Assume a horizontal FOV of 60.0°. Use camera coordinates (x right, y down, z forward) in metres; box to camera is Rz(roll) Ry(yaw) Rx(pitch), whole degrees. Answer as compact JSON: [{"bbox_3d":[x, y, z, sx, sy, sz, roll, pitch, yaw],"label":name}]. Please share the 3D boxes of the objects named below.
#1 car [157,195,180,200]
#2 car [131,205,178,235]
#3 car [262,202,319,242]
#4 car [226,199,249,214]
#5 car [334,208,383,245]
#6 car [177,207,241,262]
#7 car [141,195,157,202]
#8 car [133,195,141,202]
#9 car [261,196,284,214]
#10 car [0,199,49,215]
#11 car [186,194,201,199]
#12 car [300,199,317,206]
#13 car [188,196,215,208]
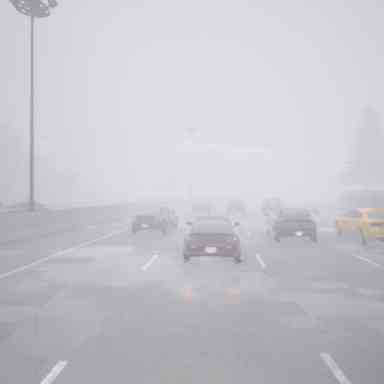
[{"bbox_3d":[-4.155,1.429,62.372,1.895,1.301,4.718,0,0,24],"label":"car"},{"bbox_3d":[-2.000,1.471,18.536,1.812,1.442,4.674,0,0,8],"label":"car"},{"bbox_3d":[4.755,1.483,16.299,1.837,1.490,4.892,0,0,7],"label":"car"},{"bbox_3d":[4.654,1.439,34.121,1.837,1.490,4.892,0,0,14],"label":"car"},{"bbox_3d":[8.158,1.472,15.380,1.882,1.535,5.008,0,0,7],"label":"car"},{"bbox_3d":[0.736,1.499,11.897,1.812,1.442,4.674,0,0,5],"label":"car"},{"bbox_3d":[-7.268,1.337,63.987,1.812,1.442,4.674,0,0,24],"label":"car"},{"bbox_3d":[-9.981,1.303,66.504,2.128,1.511,4.902,0,0,24],"label":"car"},{"bbox_3d":[8.251,1.301,34.017,2.097,1.767,4.553,0,0,14],"label":"car"},{"bbox_3d":[-12.069,1.397,23.437,1.837,1.490,4.892,0,0,10],"label":"car"},{"bbox_3d":[0.459,1.195,63.993,2.097,1.767,4.553,0,0,25],"label":"car"},{"bbox_3d":[12.294,1.487,35.536,1.812,1.442,4.674,0,0,16],"label":"car"},{"bbox_3d":[1.229,1.444,34.847,1.812,1.442,4.674,0,0,14],"label":"car"}]
